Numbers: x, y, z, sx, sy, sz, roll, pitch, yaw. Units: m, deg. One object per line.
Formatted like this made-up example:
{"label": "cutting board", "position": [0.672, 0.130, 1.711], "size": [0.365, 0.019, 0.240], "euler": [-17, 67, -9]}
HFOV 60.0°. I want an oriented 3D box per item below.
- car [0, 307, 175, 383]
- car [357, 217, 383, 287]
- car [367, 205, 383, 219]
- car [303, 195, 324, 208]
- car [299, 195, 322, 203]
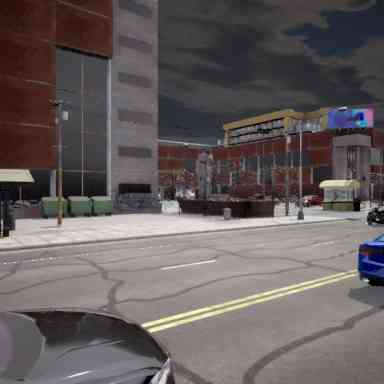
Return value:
{"label": "car", "position": [-2.363, 1.491, 2.061], "size": [4.902, 1.511, 2.128], "euler": [0, 0, -36]}
{"label": "car", "position": [6.057, 1.478, 8.134], "size": [5.008, 1.535, 1.882], "euler": [0, 0, -35]}
{"label": "car", "position": [13.726, 1.477, 22.418], "size": [5.008, 1.535, 1.882], "euler": [0, 0, -36]}
{"label": "car", "position": [16.677, 1.254, 47.155], "size": [4.553, 1.767, 2.185], "euler": [0, 0, -36]}
{"label": "car", "position": [23.565, 1.420, 66.224], "size": [4.674, 1.452, 2.002], "euler": [0, 0, -36]}
